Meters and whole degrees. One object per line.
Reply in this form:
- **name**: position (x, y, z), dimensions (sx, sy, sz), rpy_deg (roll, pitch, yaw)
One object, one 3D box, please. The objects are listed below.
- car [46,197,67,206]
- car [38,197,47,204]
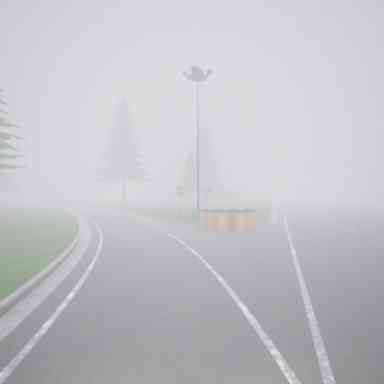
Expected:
- **car**: position (-23.255, 1.657, 57.537), dimensions (1.895, 1.301, 4.718), rpy_deg (0, 0, -35)
- **car**: position (-29.037, 1.597, 65.668), dimensions (1.895, 1.301, 4.718), rpy_deg (0, 0, -35)
